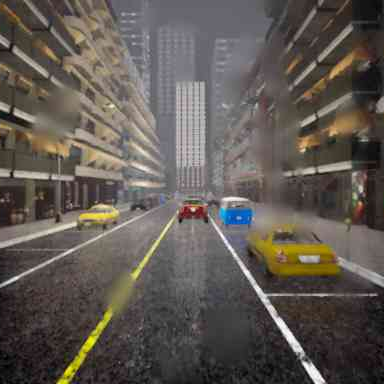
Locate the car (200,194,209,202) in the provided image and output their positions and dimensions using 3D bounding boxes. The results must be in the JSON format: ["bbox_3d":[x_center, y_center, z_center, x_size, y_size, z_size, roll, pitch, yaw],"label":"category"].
[{"bbox_3d":[2.657,1.237,70.658,1.752,1.417,4.829,-1,0,0],"label":"car"}]

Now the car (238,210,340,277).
[{"bbox_3d":[2.679,1.482,9.900,1.752,1.417,4.829,-1,0,0],"label":"car"}]

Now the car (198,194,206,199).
[{"bbox_3d":[2.652,1.196,87.057,1.887,1.381,4.507,-1,0,0],"label":"car"}]

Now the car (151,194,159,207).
[{"bbox_3d":[-5.713,1.365,42.880,1.887,1.381,4.507,0,0,0],"label":"car"}]

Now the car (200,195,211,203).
[{"bbox_3d":[2.659,1.284,64.964,2.008,1.369,4.403,-1,0,0],"label":"car"}]

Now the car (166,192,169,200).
[{"bbox_3d":[-5.721,1.195,59.450,1.967,1.590,4.097,-1,0,0],"label":"car"}]

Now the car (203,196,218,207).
[{"bbox_3d":[2.665,1.349,48.393,2.008,1.369,4.403,-1,0,0],"label":"car"}]

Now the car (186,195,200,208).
[{"bbox_3d":[0.084,1.283,46.417,1.882,1.535,5.008,0,0,0],"label":"car"}]

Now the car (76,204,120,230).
[{"bbox_3d":[-5.706,1.437,20.617,1.752,1.417,4.829,0,0,0],"label":"car"}]

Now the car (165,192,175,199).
[{"bbox_3d":[-5.732,0.966,87.066,2.192,1.841,5.009,-1,0,0],"label":"car"}]

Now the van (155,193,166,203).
[{"bbox_3d":[-5.720,1.117,53.927,1.690,1.788,3.998,-1,0,0],"label":"van"}]

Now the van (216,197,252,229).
[{"bbox_3d":[2.673,1.252,20.777,1.690,1.788,3.998,-1,0,0],"label":"van"}]

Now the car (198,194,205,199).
[{"bbox_3d":[2.650,1.182,92.580,2.008,1.369,4.403,-1,0,0],"label":"car"}]

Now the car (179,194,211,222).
[{"bbox_3d":[0.091,1.246,25.186,2.097,1.767,4.553,0,0,0],"label":"car"}]

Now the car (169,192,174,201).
[{"bbox_3d":[-5.725,1.258,76.022,1.947,1.339,4.313,-1,0,0],"label":"car"}]

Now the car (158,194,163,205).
[{"bbox_3d":[-5.716,1.343,48.404,1.887,1.381,4.507,-1,0,0],"label":"car"}]

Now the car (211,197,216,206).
[{"bbox_3d":[2.667,1.371,42.870,2.008,1.369,4.403,-1,0,0],"label":"car"}]

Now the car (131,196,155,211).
[{"bbox_3d":[-5.711,1.408,37.357,1.947,1.339,4.313,0,0,0],"label":"car"}]
